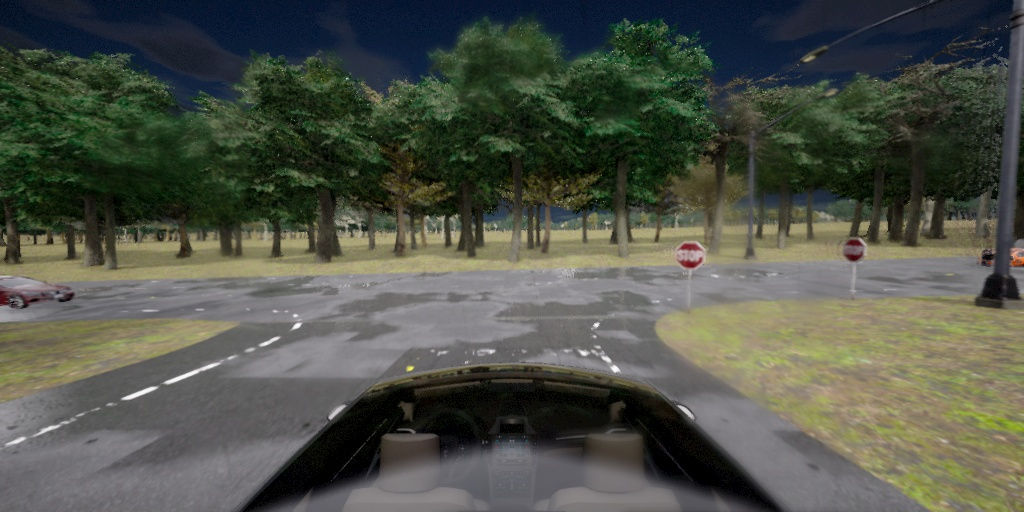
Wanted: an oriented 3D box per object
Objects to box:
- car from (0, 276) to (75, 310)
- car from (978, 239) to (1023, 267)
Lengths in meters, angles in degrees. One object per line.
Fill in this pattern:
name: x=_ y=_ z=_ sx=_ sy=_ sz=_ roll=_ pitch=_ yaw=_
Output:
car: x=-23.573 y=1.679 z=16.789 sx=4.674 sy=1.442 sz=1.812 roll=-1 pitch=4 yaw=0
car: x=29.937 y=-0.226 z=20.511 sx=4.553 sy=1.767 sz=2.097 roll=-2 pitch=4 yaw=0
